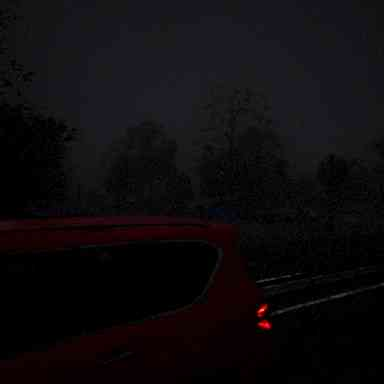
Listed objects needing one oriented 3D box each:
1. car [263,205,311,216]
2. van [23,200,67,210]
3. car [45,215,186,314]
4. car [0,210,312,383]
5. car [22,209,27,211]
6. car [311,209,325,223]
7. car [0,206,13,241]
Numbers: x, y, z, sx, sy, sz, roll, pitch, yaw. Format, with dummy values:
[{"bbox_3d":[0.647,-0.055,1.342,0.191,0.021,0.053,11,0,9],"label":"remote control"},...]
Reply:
[{"bbox_3d":[8.353,2.200,31.431,2.002,1.452,4.674,2,-2,-34],"label":"car"},{"bbox_3d":[-8.825,1.444,19.730,1.878,1.987,4.442,1,-1,-34],"label":"van"},{"bbox_3d":[-2.459,1.572,9.142,1.946,1.575,5.366,1,-1,-34],"label":"car"},{"bbox_3d":[-1.870,1.240,2.296,5.566,2.045,2.150,1,-1,-34],"label":"car"},{"bbox_3d":[-4.997,1.413,7.690,2.185,1.767,4.553,1,-1,-34],"label":"car"},{"bbox_3d":[10.957,2.130,33.246,2.185,1.767,4.553,2,-2,-34],"label":"car"},{"bbox_3d":[-11.311,1.632,18.414,1.946,1.575,5.366,1,-1,-34],"label":"car"}]
